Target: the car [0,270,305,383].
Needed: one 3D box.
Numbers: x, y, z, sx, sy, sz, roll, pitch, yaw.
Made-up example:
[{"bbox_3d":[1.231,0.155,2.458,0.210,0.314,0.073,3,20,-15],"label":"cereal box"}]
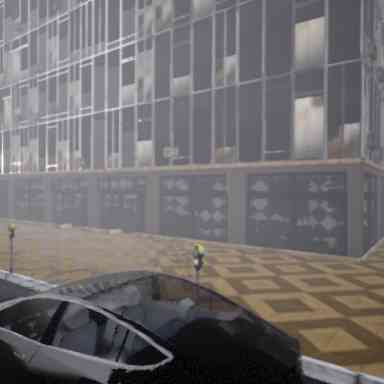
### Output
[{"bbox_3d":[-1.008,1.558,3.588,4.313,1.339,1.947,0,0,36],"label":"car"}]
